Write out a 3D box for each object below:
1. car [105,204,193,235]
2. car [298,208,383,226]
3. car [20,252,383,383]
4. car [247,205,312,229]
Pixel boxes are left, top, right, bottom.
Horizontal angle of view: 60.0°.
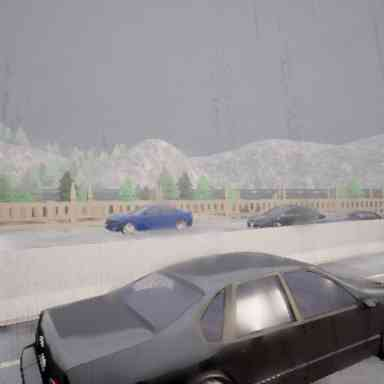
[{"bbox_3d":[-2.325,1.478,18.750,5.008,1.535,1.882,0,0,-30],"label":"car"},{"bbox_3d":[7.751,1.601,16.219,4.718,1.301,1.895,0,0,-26],"label":"car"},{"bbox_3d":[0.814,1.547,4.302,5.357,1.411,2.033,0,0,-31],"label":"car"},{"bbox_3d":[5.415,1.505,18.939,4.892,1.490,1.837,0,0,-25],"label":"car"}]
